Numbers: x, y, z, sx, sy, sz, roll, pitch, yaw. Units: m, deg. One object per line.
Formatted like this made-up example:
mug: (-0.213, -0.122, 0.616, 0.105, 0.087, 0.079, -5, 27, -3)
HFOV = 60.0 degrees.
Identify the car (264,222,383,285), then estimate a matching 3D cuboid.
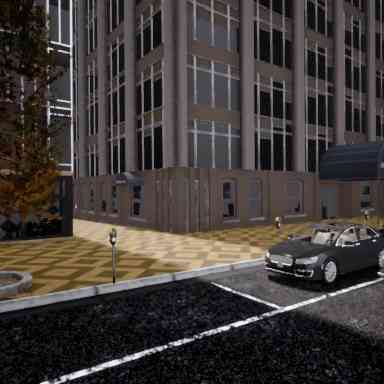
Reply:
car: (3.918, 1.549, 9.360, 4.403, 1.369, 2.008, 0, -1, -35)

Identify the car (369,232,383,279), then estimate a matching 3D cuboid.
car: (6.357, 1.599, 7.782, 4.718, 1.301, 1.895, 0, 0, -35)
